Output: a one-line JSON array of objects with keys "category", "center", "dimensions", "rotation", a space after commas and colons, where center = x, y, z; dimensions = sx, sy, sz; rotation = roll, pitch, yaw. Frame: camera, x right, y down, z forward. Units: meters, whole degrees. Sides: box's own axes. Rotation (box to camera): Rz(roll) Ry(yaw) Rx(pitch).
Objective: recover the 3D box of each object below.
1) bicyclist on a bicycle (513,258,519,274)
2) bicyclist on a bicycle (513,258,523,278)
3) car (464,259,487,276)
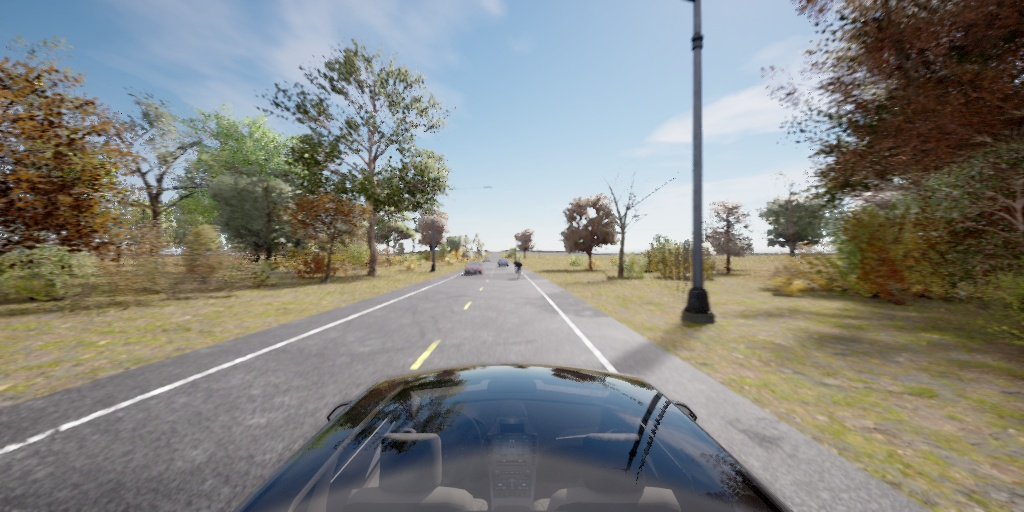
[{"category": "bicyclist on a bicycle", "center": [0.436, 1.143, 40.823], "dimensions": [0.659, 1.776, 1.843], "rotation": [0, 0, -2]}, {"category": "bicyclist on a bicycle", "center": [0.656, 1.138, 31.808], "dimensions": [0.659, 1.776, 1.843], "rotation": [0, 0, -1]}, {"category": "car", "center": [-4.035, 1.305, 38.403], "dimensions": [1.812, 1.442, 4.674], "rotation": [0, 0, -1]}]
